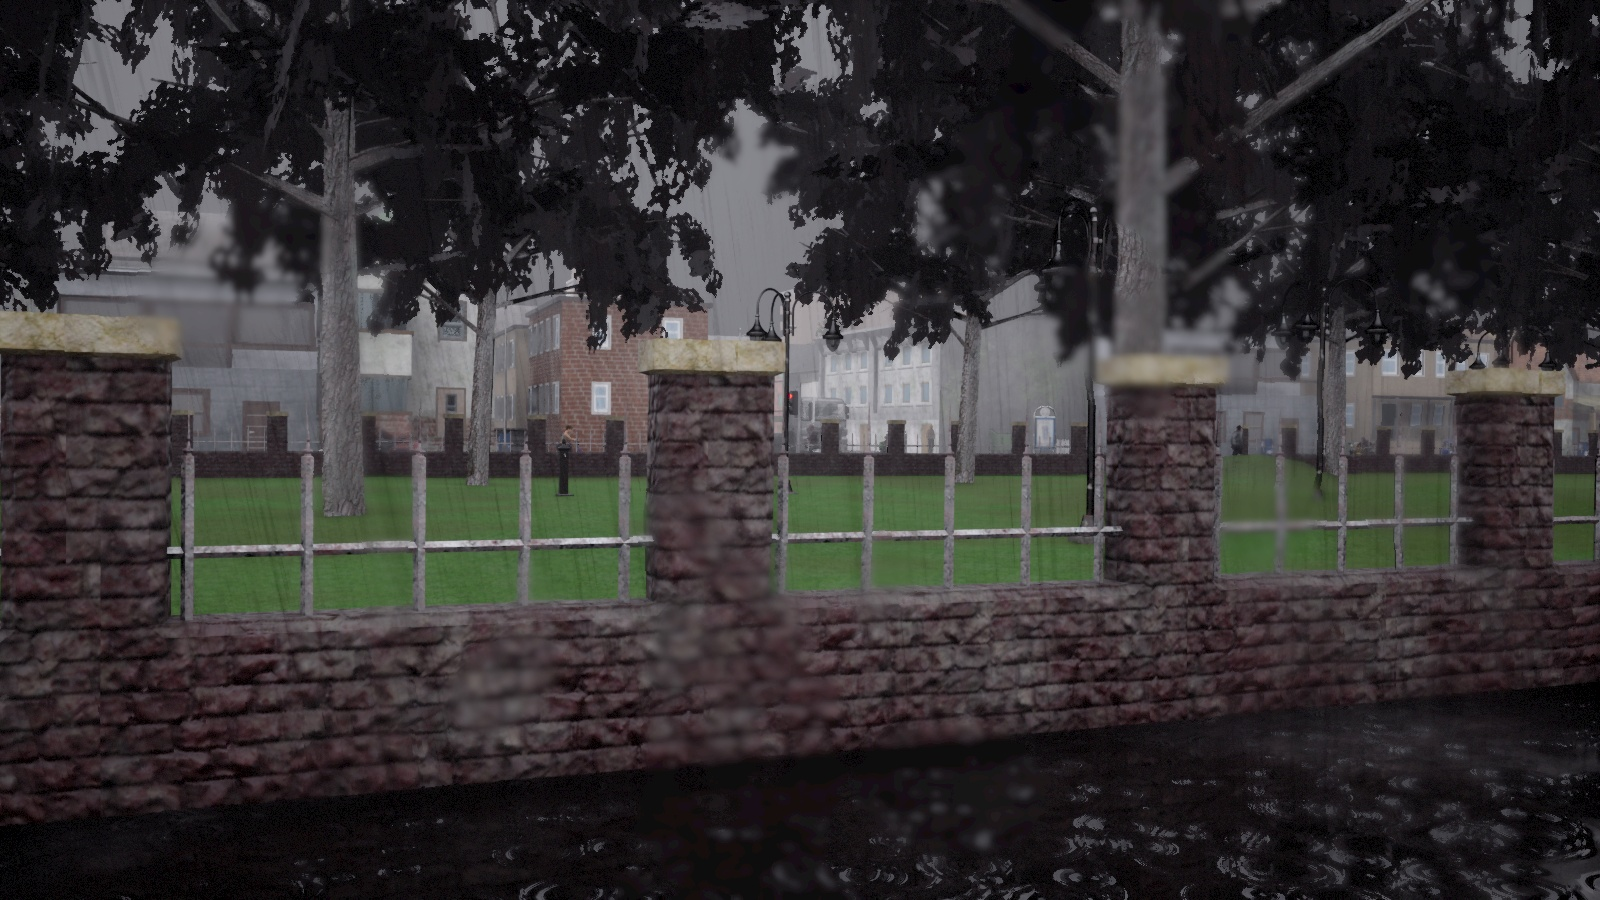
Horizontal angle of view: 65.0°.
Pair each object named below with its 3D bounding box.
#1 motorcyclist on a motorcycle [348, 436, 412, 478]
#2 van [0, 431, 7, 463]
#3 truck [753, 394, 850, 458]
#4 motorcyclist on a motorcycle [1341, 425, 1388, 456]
[{"bbox_3d":[-15.519,0.246,46.365,2.191,1.530,0.866,-1,1,-21],"label":"motorcyclist on a motorcycle"},{"bbox_3d":[-50.693,-0.168,77.829,1.775,1.987,4.442,-1,1,-21],"label":"van"},{"bbox_3d":[-0.034,-1.361,72.425,2.891,3.462,7.936,-1,1,-21],"label":"truck"},{"bbox_3d":[28.501,-0.507,63.443,2.191,1.530,0.866,-1,1,-21],"label":"motorcyclist on a motorcycle"}]
